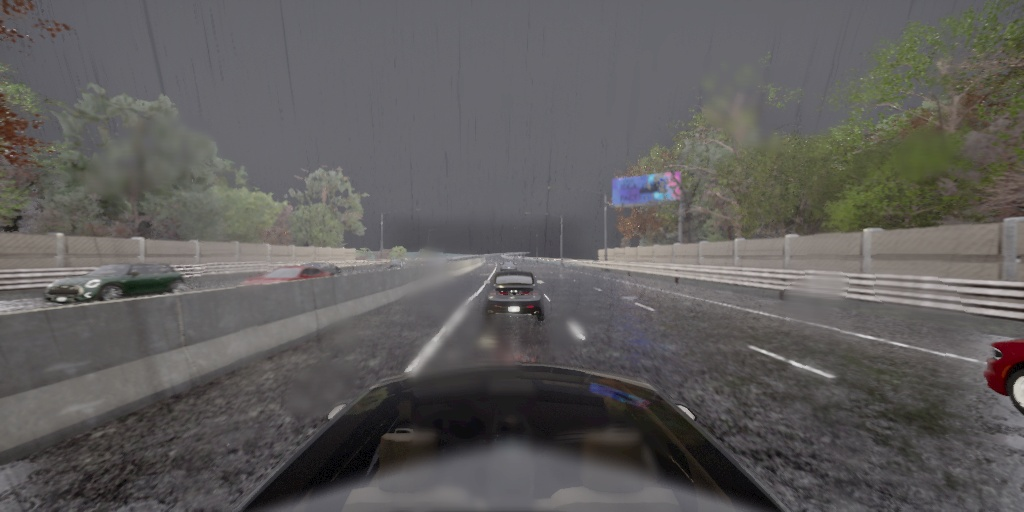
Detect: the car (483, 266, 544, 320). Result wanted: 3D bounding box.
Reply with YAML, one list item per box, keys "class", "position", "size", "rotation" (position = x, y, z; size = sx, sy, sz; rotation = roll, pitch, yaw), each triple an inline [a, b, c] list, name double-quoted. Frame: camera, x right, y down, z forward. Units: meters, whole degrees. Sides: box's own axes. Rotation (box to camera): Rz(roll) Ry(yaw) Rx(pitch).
- class: "car"
  position: [0.058, 1.255, 12.557]
  size: [1.837, 1.490, 4.892]
  rotation: [0, 0, 0]

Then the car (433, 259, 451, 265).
- class: "car"
  position: [-11.530, 1.237, 60.665]
  size: [1.837, 1.490, 4.892]
  rotation: [0, 0, -1]

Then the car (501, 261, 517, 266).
- class: "car"
  position: [-0.397, 1.308, 43.192]
  size: [1.994, 1.385, 4.181]
  rotation: [0, 0, -1]

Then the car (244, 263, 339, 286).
- class: "car"
  position: [-10.680, 1.230, 17.475]
  size: [1.882, 1.535, 5.008]
  rotation: [0, 0, -1]

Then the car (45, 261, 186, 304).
- class: "car"
  position: [-17.670, 1.106, 16.308]
  size: [2.097, 1.767, 4.553]
  rotation: [0, 0, -1]

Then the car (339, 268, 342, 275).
- class: "car"
  position: [-14.278, 1.244, 26.226]
  size: [2.128, 1.511, 4.902]
  rotation: [0, 0, -1]

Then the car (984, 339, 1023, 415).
- class: "car"
  position: [7.093, 1.226, 2.528]
  size: [1.882, 1.535, 5.008]
  rotation: [0, 0, 0]

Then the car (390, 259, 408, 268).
- class: "car"
  position: [-18.464, 1.241, 58.594]
  size: [1.837, 1.490, 4.892]
  rotation: [0, 0, -1]
